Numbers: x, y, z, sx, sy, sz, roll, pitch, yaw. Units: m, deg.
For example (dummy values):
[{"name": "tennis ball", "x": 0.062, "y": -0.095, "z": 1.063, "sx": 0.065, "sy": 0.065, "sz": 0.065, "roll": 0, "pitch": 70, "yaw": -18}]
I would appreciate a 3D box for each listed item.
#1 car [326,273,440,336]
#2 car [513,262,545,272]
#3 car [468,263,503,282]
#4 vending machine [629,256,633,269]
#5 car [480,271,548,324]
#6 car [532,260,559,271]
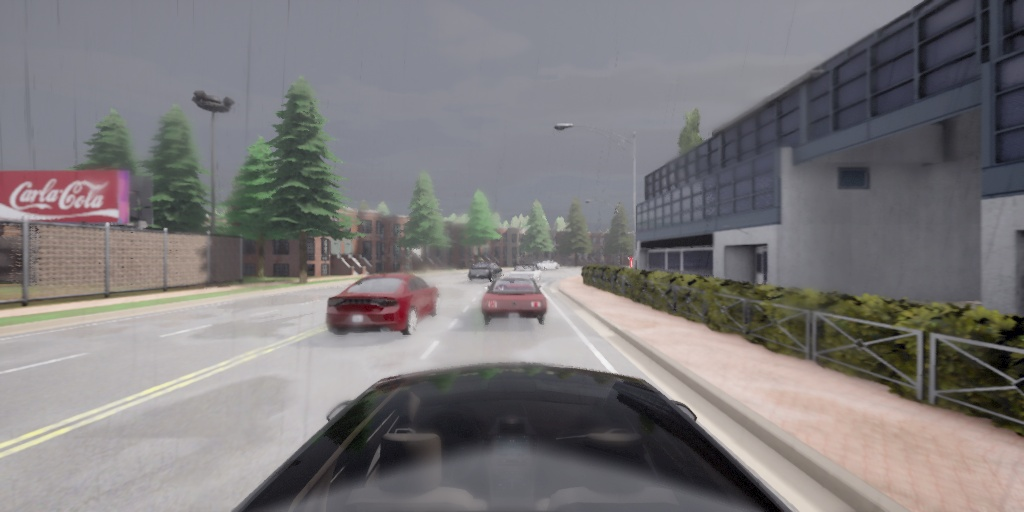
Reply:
[{"name": "car", "x": -3.427, "y": 1.239, "z": 10.476, "sx": 1.882, "sy": 1.535, "sz": 5.008, "roll": 0, "pitch": 0, "yaw": 0}, {"name": "car", "x": 1.126, "y": 1.385, "z": 27.470, "sx": 1.895, "sy": 1.301, "sz": 4.718, "roll": 0, "pitch": 0, "yaw": 11}, {"name": "car", "x": -2.031, "y": 1.277, "z": 29.088, "sx": 2.128, "sy": 1.511, "sz": 4.902, "roll": 0, "pitch": 0, "yaw": 13}, {"name": "vending machine", "x": 15.326, "y": 1.002, "z": 44.954, "sx": 0.880, "sy": 2.100, "sz": 1.100, "roll": 0, "pitch": 0, "yaw": -44}, {"name": "car", "x": 0.081, "y": 1.364, "z": 12.058, "sx": 1.895, "sy": 1.301, "sz": 4.718, "roll": 0, "pitch": 0, "yaw": 0}, {"name": "car", "x": 4.841, "y": 1.339, "z": 50.260, "sx": 1.812, "sy": 1.442, "sz": 4.674, "roll": 0, "pitch": 0, "yaw": 42}]
